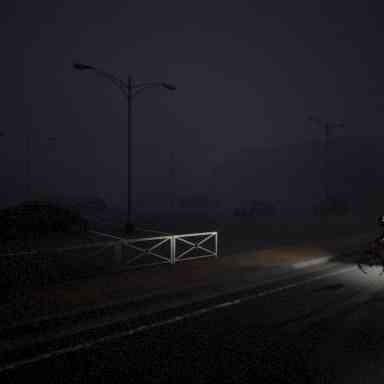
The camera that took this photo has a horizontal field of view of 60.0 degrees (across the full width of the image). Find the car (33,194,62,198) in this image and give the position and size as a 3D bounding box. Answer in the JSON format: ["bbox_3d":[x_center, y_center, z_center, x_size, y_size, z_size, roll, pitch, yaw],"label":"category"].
[{"bbox_3d":[-16.450,1.298,40.648,4.514,1.523,2.007,0,0,-38],"label":"car"}]

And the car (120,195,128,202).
[{"bbox_3d":[-11.877,1.232,63.940,3.806,1.475,1.970,0,0,-38],"label":"car"}]

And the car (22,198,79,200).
[{"bbox_3d":[-9.328,1.330,18.608,5.027,1.636,2.152,0,0,-38],"label":"car"}]

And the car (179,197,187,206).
[{"bbox_3d":[0.041,1.077,48.868,3.866,1.878,1.905,0,0,-38],"label":"car"}]

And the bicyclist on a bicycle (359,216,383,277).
[{"bbox_3d":[5.071,1.455,8.505,0.582,1.620,1.656,0,-2,-38],"label":"bicyclist on a bicycle"}]

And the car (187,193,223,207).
[{"bbox_3d":[2.132,1.097,46.809,4.605,1.855,1.932,0,0,-38],"label":"car"}]

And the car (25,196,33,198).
[{"bbox_3d":[-23.446,1.097,50.980,4.605,1.855,1.932,0,0,-38],"label":"car"}]

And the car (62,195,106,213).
[{"bbox_3d":[-10.419,1.320,32.681,3.633,1.501,1.845,0,0,-38],"label":"car"}]

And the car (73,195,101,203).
[{"bbox_3d":[-19.702,1.298,62.572,4.514,1.523,2.007,0,0,-38],"label":"car"}]

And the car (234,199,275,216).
[{"bbox_3d":[5.596,1.384,29.821,3.806,1.475,1.970,0,0,-38],"label":"car"}]

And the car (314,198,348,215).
[{"bbox_3d":[13.302,1.374,31.956,3.633,1.501,1.845,0,0,-38],"label":"car"}]

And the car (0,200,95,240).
[{"bbox_3d":[-7.382,1.340,16.147,4.514,1.523,2.007,0,0,-38],"label":"car"}]

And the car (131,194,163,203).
[{"bbox_3d":[-7.725,1.154,59.036,5.027,1.636,2.152,0,0,-38],"label":"car"}]
